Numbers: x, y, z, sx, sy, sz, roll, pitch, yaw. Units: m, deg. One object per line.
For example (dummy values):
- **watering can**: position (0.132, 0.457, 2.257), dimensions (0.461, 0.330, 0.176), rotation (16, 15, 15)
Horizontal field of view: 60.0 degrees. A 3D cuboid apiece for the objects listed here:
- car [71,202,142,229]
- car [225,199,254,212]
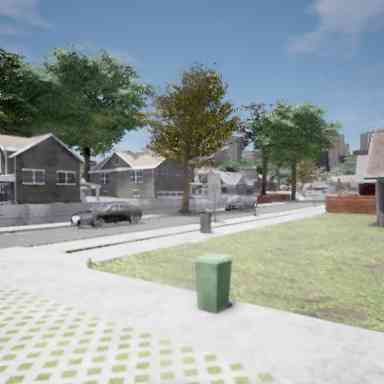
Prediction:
- **car**: position (-5.330, 1.431, 21.185), dimensions (2.128, 1.511, 4.902), rotation (-2, -1, 36)
- **car**: position (5.208, 1.429, 35.854), dimensions (1.994, 1.385, 4.181), rotation (-2, -1, 35)
